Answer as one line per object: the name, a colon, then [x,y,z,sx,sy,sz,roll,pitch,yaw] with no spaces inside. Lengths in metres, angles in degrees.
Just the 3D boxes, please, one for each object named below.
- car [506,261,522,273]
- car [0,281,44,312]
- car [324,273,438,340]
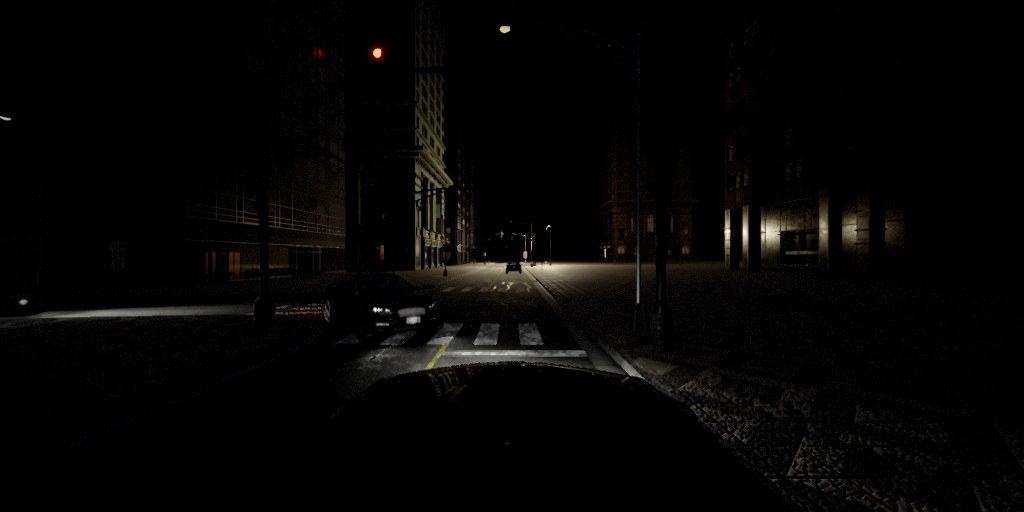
car: [0.219,1.303,43.223,2.033,1.411,5.357,0,0,0]
car: [-21.149,1.540,13.715,4.902,1.511,2.128,-1,0,0]
car: [-3.890,1.250,10.221,2.128,1.511,4.902,1,-1,-41]
